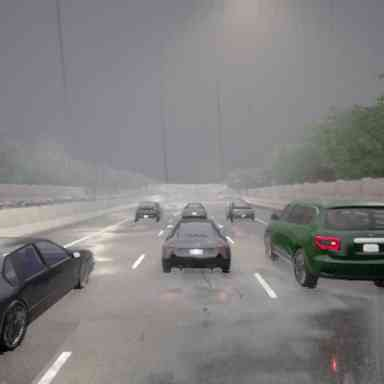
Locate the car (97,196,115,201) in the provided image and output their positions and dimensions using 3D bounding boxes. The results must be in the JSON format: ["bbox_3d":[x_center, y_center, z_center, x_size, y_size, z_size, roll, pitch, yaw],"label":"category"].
[{"bbox_3d":[-16.986,1.553,67.761,2.128,1.511,4.902,0,0,1],"label":"car"}]

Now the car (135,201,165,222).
[{"bbox_3d":[-3.308,1.512,26.362,1.837,1.490,4.892,0,0,0],"label":"car"}]

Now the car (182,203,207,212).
[{"bbox_3d":[0.195,1.571,26.737,1.994,1.385,4.181,0,0,0],"label":"car"}]

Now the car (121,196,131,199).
[{"bbox_3d":[-13.481,1.553,68.123,2.128,1.511,4.902,0,0,1],"label":"car"}]

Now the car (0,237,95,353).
[{"bbox_3d":[-3.390,1.549,6.061,2.033,1.411,5.357,0,0,0],"label":"car"}]

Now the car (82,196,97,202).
[{"bbox_3d":[-20.486,1.527,67.815,1.837,1.490,4.892,0,0,1],"label":"car"}]

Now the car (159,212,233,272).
[{"bbox_3d":[0.122,1.566,10.858,1.994,1.385,4.181,0,0,0],"label":"car"}]

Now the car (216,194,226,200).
[{"bbox_3d":[7.691,1.393,86.057,1.882,1.535,5.008,0,0,3],"label":"car"}]

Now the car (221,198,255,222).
[{"bbox_3d":[3.691,1.499,26.128,2.128,1.511,4.902,0,0,0],"label":"car"}]

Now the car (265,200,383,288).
[{"bbox_3d":[3.618,1.224,9.392,2.150,2.045,5.566,0,0,0],"label":"car"}]

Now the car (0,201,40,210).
[{"bbox_3d":[-13.995,1.498,26.773,2.128,1.511,4.902,0,0,0],"label":"car"}]

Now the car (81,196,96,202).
[{"bbox_3d":[-23.270,1.597,74.899,1.895,1.301,4.718,0,0,-2],"label":"car"}]
